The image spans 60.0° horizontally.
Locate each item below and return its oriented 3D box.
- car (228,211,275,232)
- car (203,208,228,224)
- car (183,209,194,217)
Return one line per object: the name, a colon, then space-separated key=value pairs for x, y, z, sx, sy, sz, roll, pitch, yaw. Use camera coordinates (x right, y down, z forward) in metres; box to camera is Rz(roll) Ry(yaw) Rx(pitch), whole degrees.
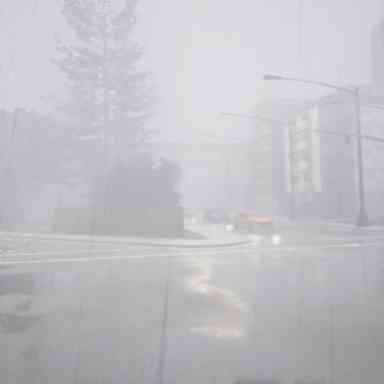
car: x=4.701 y=2.204 z=25.885 sx=1.882 sy=1.535 sz=5.008 roll=-1 pitch=-2 yaw=-12
car: x=2.642 y=2.450 z=35.552 sx=2.097 sy=1.767 sz=4.553 roll=-1 pitch=-2 yaw=-12
car: x=-0.918 y=3.356 z=52.667 sx=1.895 sy=1.301 sz=4.718 roll=-1 pitch=-2 yaw=-12
